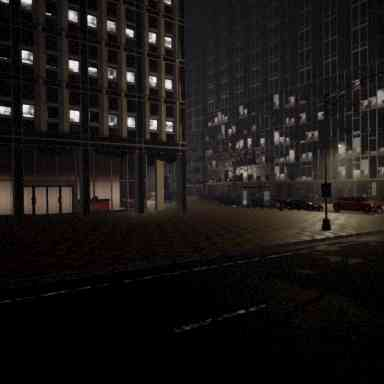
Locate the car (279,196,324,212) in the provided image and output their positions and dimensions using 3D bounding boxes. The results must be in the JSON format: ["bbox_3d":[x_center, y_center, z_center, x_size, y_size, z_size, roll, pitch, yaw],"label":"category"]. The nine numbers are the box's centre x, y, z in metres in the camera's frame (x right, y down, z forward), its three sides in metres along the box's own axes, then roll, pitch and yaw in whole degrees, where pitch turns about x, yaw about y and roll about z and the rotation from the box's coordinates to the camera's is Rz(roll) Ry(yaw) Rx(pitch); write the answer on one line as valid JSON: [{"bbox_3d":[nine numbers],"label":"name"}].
[{"bbox_3d":[12.138,1.423,36.221,1.947,1.339,4.313,0,1,-34],"label":"car"}]

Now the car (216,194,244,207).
[{"bbox_3d":[5.768,1.319,45.637,1.947,1.339,4.313,0,1,-34],"label":"car"}]

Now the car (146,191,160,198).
[{"bbox_3d":[-9.791,0.685,83.208,1.967,1.590,4.097,0,1,-34],"label":"car"}]

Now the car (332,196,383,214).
[{"bbox_3d":[16.897,1.206,34.073,2.097,1.767,4.553,-1,1,-35],"label":"car"}]

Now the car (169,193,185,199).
[{"bbox_3d":[-3.358,0.935,73.838,1.802,1.307,4.206,0,1,-34],"label":"car"}]

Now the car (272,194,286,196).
[{"bbox_3d":[11.303,1.117,42.225,2.097,1.767,4.553,-1,1,-34],"label":"car"}]

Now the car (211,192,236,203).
[{"bbox_3d":[5.449,1.175,50.776,1.837,1.490,4.892,-1,1,-34],"label":"car"}]

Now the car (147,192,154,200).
[{"bbox_3d":[-10.268,1.039,69.097,2.008,1.369,4.403,0,1,-34],"label":"car"}]

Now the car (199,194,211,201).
[{"bbox_3d":[3.074,1.043,64.465,1.802,1.307,4.206,0,1,-34],"label":"car"}]

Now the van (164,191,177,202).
[{"bbox_3d":[-3.835,0.936,59.722,1.690,1.788,3.998,0,1,-34],"label":"van"}]

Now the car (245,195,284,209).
[{"bbox_3d":[8.935,1.387,40.919,1.802,1.307,4.206,0,1,-34],"label":"car"}]

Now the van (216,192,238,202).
[{"bbox_3d":[6.290,0.854,59.776,1.690,1.788,3.998,0,1,-34],"label":"van"}]
